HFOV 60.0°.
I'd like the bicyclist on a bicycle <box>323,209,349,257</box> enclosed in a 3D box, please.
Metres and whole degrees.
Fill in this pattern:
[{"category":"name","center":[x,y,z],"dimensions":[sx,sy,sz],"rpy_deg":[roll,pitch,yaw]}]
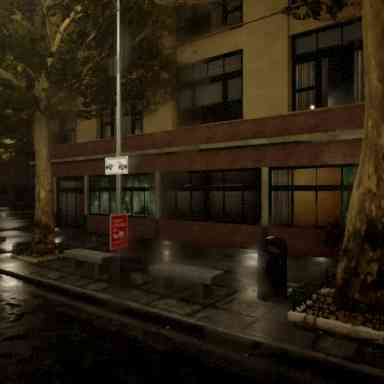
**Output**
[{"category":"bicyclist on a bicycle","center":[4.234,1.153,9.714],"dimensions":[0.582,1.656,1.620],"rpy_deg":[26,4,34]}]
